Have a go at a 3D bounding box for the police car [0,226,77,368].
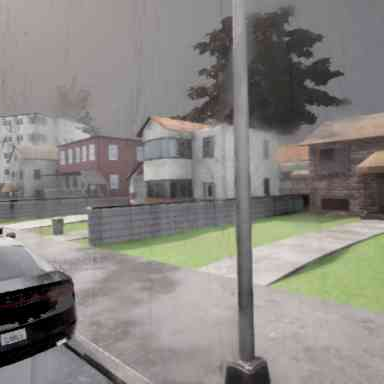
[{"bbox_3d":[-3.795,1.424,5.551,1.930,1.638,5.238,-2,1,-44],"label":"police car"}]
